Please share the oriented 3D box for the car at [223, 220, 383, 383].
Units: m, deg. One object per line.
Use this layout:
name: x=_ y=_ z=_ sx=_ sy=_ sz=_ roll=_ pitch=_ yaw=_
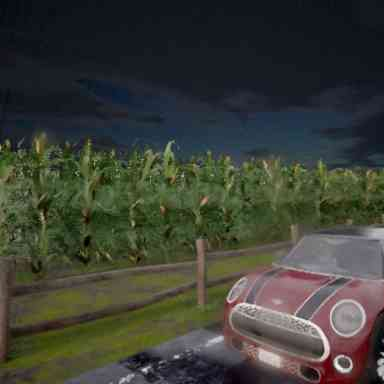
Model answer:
car: x=2.582 y=1.426 z=5.570 sx=4.553 sy=1.767 sz=2.097 roll=0 pitch=-1 yaw=-43
